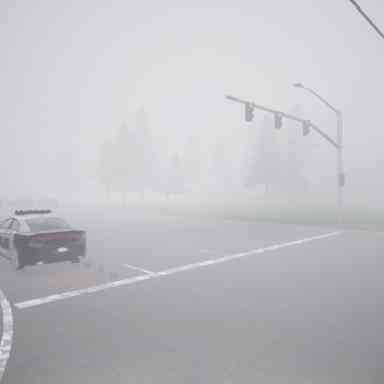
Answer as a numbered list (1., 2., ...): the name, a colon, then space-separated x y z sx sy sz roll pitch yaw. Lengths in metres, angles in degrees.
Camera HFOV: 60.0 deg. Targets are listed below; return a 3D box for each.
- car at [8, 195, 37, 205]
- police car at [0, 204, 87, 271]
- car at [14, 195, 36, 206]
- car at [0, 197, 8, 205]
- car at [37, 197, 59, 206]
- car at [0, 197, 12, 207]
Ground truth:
1. car: -23.560 1.478 45.775 1.882 1.535 5.008 0 0 -43
2. police car: -5.415 1.425 11.245 1.930 1.638 5.238 0 0 -43
3. car: -27.986 1.352 55.565 2.097 1.767 4.553 0 0 -43
4. car: -26.104 1.478 43.371 1.882 1.535 5.008 0 0 -43
5. car: -20.958 1.491 48.117 2.128 1.511 4.902 0 0 -43
6. car: -30.552 1.505 53.185 1.837 1.490 4.892 0 0 -43
